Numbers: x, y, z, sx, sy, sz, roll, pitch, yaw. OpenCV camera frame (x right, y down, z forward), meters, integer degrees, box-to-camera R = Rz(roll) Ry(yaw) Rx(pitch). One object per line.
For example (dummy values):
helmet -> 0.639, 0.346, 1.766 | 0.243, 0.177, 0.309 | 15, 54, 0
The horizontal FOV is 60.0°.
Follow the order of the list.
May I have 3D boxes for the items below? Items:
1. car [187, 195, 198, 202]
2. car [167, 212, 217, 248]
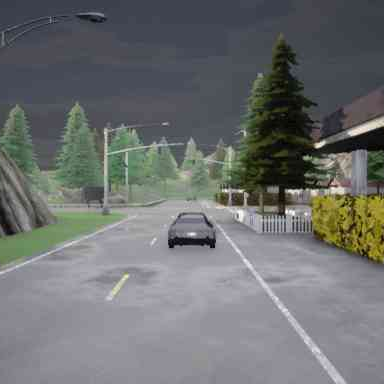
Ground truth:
car -> 0.092, 1.522, 79.115 | 2.033, 1.411, 5.357 | 0, 0, 9
car -> 0.000, 1.570, 14.650 | 1.994, 1.385, 4.181 | 0, 0, 0
